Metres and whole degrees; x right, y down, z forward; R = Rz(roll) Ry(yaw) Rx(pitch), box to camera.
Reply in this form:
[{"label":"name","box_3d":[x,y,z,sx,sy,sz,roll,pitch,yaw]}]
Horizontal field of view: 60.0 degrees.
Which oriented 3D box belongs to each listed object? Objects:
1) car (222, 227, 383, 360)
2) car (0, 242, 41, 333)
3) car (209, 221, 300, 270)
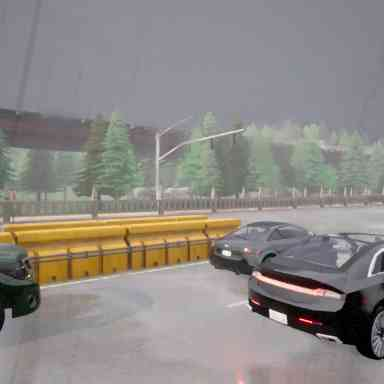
[{"label":"car","box_3d":[3.143,1.492,5.972,4.902,1.511,2.128,0,0,-36]},{"label":"car","box_3d":[-5.093,1.221,4.420,5.566,2.045,2.150,0,0,-35]},{"label":"car","box_3d":[2.535,1.564,9.833,4.181,1.385,1.994,0,0,-36]}]
